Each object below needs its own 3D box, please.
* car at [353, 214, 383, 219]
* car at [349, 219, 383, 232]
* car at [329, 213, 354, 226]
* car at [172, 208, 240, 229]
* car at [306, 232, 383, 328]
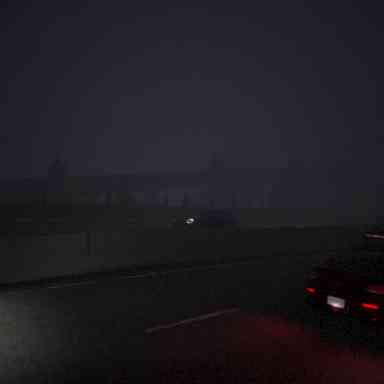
[{"bbox_3d":[16.395,2.819,28.454,4.902,1.511,2.128,4,-2,-35],"label":"car"},{"bbox_3d":[9.459,2.129,14.788,4.902,1.511,2.128,4,-2,-35],"label":"car"},{"bbox_3d":[17.644,3.179,37.937,4.902,1.511,2.128,4,-2,-35],"label":"car"},{"bbox_3d":[0.960,1.846,21.814,4.553,1.767,2.097,3,-2,-35],"label":"car"},{"bbox_3d":[4.223,1.716,6.756,4.674,1.442,1.812,3,-2,-35],"label":"car"}]
